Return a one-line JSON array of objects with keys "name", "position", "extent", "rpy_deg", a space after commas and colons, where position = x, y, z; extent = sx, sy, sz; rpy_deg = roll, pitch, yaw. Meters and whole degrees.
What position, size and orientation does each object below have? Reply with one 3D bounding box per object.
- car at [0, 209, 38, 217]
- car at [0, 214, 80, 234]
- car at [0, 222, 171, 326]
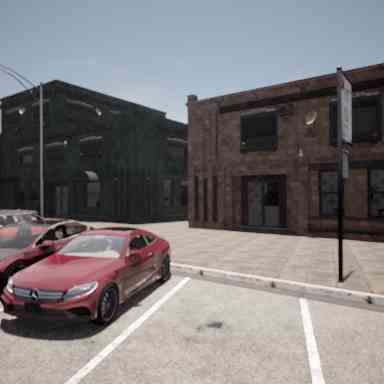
[{"name": "car", "position": [-6.737, 1.406, 10.890], "extent": [2.185, 1.767, 4.553], "rpy_deg": [0, -1, 15]}, {"name": "car", "position": [-4.309, 1.548, 9.092], "extent": [2.163, 1.488, 4.792], "rpy_deg": [0, -1, 15]}, {"name": "car", "position": [-1.851, 1.547, 7.387], "extent": [2.002, 1.452, 4.674], "rpy_deg": [0, -1, 15]}]
